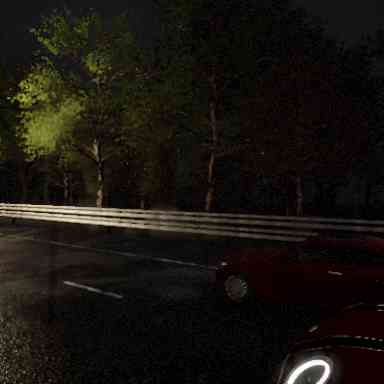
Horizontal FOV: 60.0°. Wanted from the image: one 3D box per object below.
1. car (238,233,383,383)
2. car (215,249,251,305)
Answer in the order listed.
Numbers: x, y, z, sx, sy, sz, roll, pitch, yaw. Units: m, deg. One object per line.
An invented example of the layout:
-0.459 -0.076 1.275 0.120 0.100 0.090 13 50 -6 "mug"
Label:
2.823 1.353 1.985 4.553 1.767 2.097 0 0 35 "car"
2.667 1.527 6.398 4.674 1.442 1.812 0 0 36 "car"
